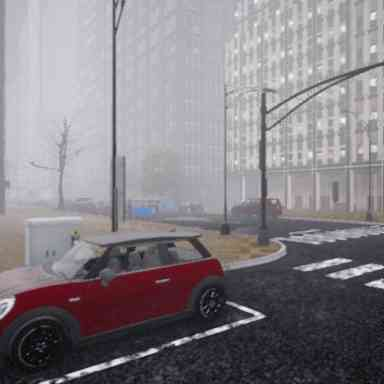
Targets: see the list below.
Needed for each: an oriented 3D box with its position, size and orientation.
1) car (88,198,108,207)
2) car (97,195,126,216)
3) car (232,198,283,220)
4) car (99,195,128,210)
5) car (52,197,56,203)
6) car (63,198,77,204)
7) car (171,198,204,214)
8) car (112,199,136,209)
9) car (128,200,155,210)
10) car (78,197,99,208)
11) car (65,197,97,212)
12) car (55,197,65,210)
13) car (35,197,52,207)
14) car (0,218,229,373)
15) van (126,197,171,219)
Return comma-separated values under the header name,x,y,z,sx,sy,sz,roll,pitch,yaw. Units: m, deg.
name,x,y,z,sx,sy,sz,roll,pitch,yaw
car,-17.303,1.901,60.955,2.008,1.369,4.403,0,0,-36
car,-7.165,1.486,33.050,2.192,1.841,5.009,-1,0,-36
car,5.759,1.412,29.632,2.192,1.841,5.009,-1,0,-36
car,-11.604,1.489,48.756,2.150,2.045,5.566,0,0,-36
car,-36.194,2.026,87.140,1.882,1.535,5.008,0,0,-36
car,-27.439,2.023,74.720,1.947,1.339,4.313,0,0,-36
car,-0.411,1.717,38.015,2.008,1.369,4.403,-1,0,-36
car,-10.648,1.804,51.917,1.752,1.417,4.829,0,0,-36
car,-7.168,1.807,47.191,1.947,1.339,4.313,0,0,-36
car,-17.906,1.687,57.245,2.097,1.767,4.553,0,0,-36
car,-13.922,1.560,42.227,2.192,1.841,5.009,0,0,-36
car,-17.300,1.722,46.815,1.967,1.590,4.097,0,0,-36
car,-27.433,1.972,60.579,1.802,1.307,4.206,0,0,-36
car,-1.393,1.436,5.565,4.097,1.590,1.967,0,0,-36
van,-3.787,1.474,28.463,1.690,1.788,3.998,-1,0,-36
